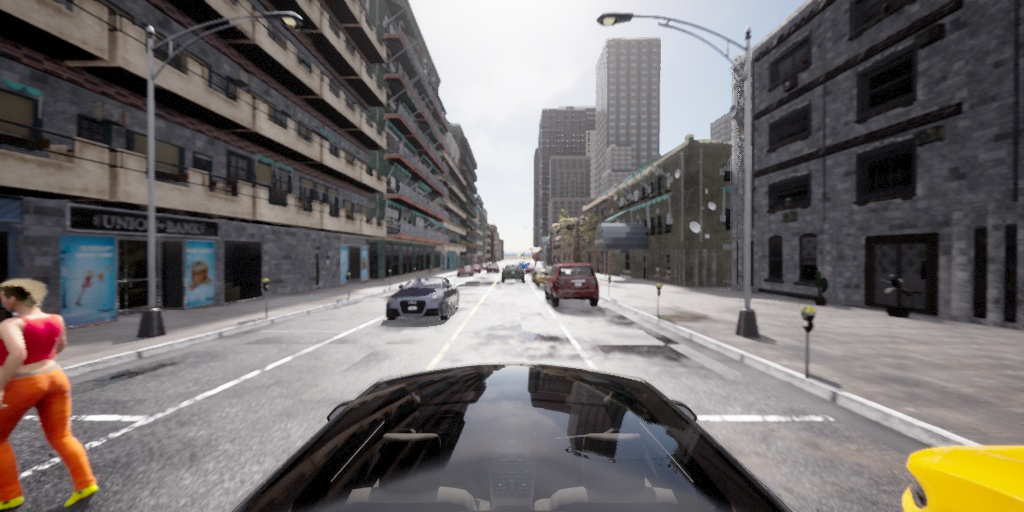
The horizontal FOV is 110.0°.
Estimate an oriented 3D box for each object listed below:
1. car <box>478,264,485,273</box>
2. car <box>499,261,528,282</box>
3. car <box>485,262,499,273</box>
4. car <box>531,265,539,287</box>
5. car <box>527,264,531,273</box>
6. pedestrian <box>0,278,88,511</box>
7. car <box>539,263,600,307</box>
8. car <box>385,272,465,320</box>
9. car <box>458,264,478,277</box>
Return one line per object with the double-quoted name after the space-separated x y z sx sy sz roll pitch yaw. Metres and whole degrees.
-5.682 1.950 55.658 1.888 1.381 4.507 0 0 0 "car"
0.102 1.498 33.797 2.097 1.767 4.553 0 0 0 "car"
-2.995 1.904 57.383 1.882 1.535 5.008 0 -1 0 "car"
2.684 1.597 27.974 1.751 1.417 4.829 0 0 0 "car"
2.699 1.690 33.383 2.007 1.370 4.403 0 0 0 "car"
-3.772 1.058 2.810 0.375 1.860 0.375 -1 0 0 "pedestrian"
2.659 1.250 16.645 2.192 1.841 5.009 0 0 0 "car"
-3.100 1.455 13.155 1.994 1.385 4.181 0 -1 0 "car"
-5.684 1.855 44.498 1.802 1.307 4.207 0 0 0 "car"
